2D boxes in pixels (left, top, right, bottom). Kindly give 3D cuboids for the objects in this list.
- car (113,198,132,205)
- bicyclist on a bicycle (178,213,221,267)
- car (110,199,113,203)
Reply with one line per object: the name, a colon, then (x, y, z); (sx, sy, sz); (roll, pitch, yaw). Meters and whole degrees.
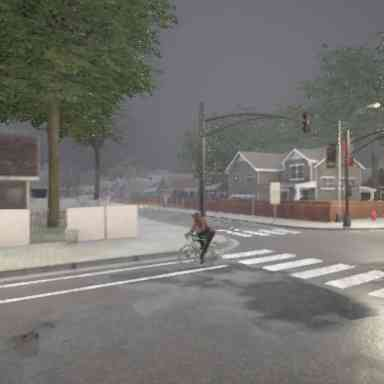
car: (-11.919, 1.956, 58.248); (2.033, 1.411, 5.357); (0, 0, -24)
bicyclist on a bicycle: (0.267, 1.475, 10.417); (1.656, 1.620, 0.582); (0, 0, -35)
car: (-14.665, 1.954, 64.249); (1.837, 1.490, 4.892); (0, 0, -24)
